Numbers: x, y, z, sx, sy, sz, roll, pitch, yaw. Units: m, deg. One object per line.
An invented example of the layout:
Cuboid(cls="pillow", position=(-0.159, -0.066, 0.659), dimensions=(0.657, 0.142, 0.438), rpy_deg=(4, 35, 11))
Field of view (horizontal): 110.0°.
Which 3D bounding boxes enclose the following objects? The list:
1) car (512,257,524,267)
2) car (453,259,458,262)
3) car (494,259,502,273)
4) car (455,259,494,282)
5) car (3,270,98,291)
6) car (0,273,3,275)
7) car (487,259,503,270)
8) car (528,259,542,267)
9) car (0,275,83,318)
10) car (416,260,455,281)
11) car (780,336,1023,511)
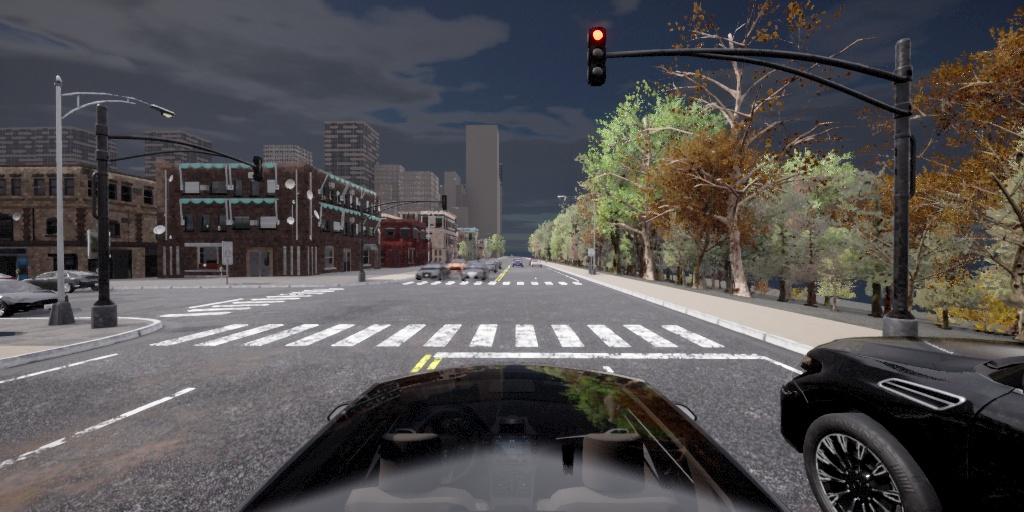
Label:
Cuboid(cls="car", position=(1.010, 1.252, 63.772), dimensions=(1.812, 1.442, 4.674), rpy_deg=(0, 0, 1))
Cuboid(cls="car", position=(-5.970, 1.089, 40.326), dimensions=(2.097, 1.767, 4.553), rpy_deg=(0, 0, 1))
Cuboid(cls="car", position=(-2.685, 1.229, 42.287), dimensions=(2.128, 1.511, 4.902), rpy_deg=(0, 0, 1))
Cuboid(cls="car", position=(-2.916, 1.234, 28.935), dimensions=(2.128, 1.511, 4.902), rpy_deg=(0, 0, 1))
Cuboid(cls="car", position=(-27.956, 1.560, 22.337), dimensions=(4.403, 1.370, 2.007), rpy_deg=(0, 0, 1))
Cuboid(cls="car", position=(-33.491, 1.654, 22.436), dimensions=(4.207, 1.307, 1.802), rpy_deg=(0, 0, 1))
Cuboid(cls="car", position=(-2.497, 1.223, 53.433), dimensions=(2.128, 1.511, 4.902), rpy_deg=(0, 0, 1))
Cuboid(cls="car", position=(4.370, 1.327, 64.102), dimensions=(1.895, 1.301, 4.718), rpy_deg=(0, 0, 1))
Cuboid(cls="car", position=(-19.765, 1.565, 13.688), dimensions=(4.313, 1.339, 1.948), rpy_deg=(0, 0, 1))
Cuboid(cls="car", position=(-6.375, 1.306, 29.467), dimensions=(1.994, 1.385, 4.181), rpy_deg=(0, 0, 5))
Cuboid(cls="car", position=(3.322, 0.972, 0.647), dimensions=(2.150, 2.045, 5.566), rpy_deg=(0, 0, 1))
